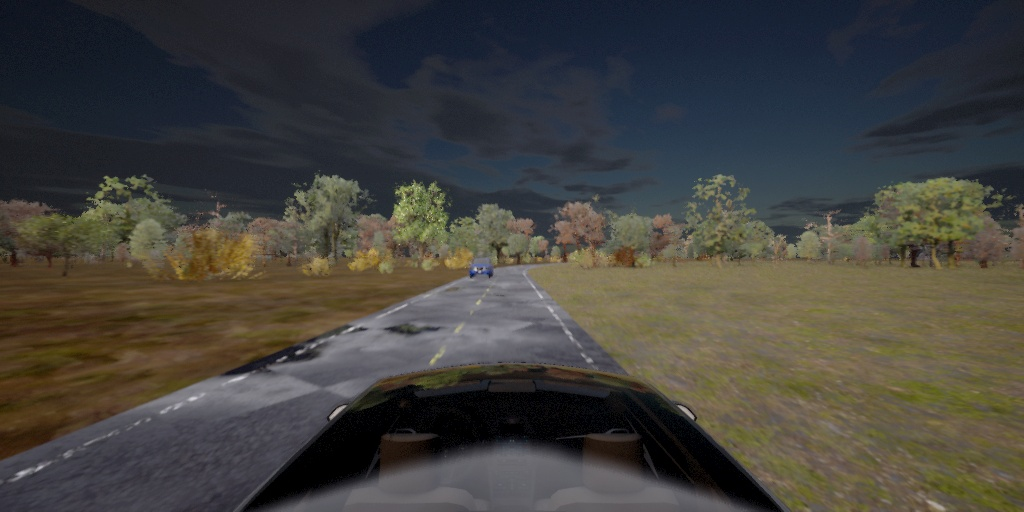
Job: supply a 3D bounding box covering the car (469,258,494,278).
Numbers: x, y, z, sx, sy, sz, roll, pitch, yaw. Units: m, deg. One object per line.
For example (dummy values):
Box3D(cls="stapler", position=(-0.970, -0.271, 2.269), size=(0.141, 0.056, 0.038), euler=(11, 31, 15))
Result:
Box3D(cls="car", position=(-3.077, 1.195, 37.030), size=(2.150, 2.045, 5.566), euler=(0, 0, 0))
